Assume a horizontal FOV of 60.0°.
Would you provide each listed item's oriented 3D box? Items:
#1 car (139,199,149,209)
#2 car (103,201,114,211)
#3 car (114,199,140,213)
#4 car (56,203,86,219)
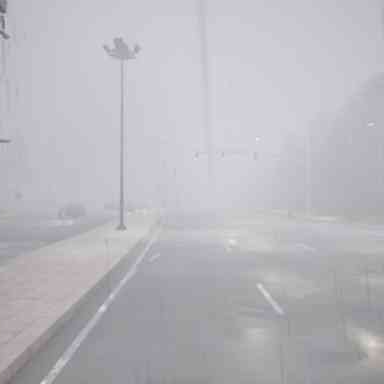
[{"bbox_3d":[-9.173,2.414,61.902,1.895,1.301,4.718,0,-1,0],"label":"car"},{"bbox_3d":[-12.720,2.179,53.184,1.882,1.535,5.008,0,-1,0],"label":"car"},{"bbox_3d":[-9.238,2.176,47.728,2.033,1.411,5.357,0,-1,0],"label":"car"},{"bbox_3d":[-12.445,1.950,34.547,2.128,1.511,4.902,0,-1,-2],"label":"car"}]
